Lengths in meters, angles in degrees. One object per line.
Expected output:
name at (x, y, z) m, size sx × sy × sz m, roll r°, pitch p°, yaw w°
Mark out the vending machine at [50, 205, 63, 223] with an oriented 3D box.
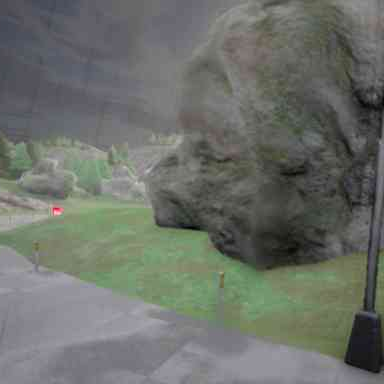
vending machine at (-17.954, 2.926, 44.096) m, size 1.100 × 2.100 × 0.880 m, roll 8°, pitch 2°, yaw -1°
